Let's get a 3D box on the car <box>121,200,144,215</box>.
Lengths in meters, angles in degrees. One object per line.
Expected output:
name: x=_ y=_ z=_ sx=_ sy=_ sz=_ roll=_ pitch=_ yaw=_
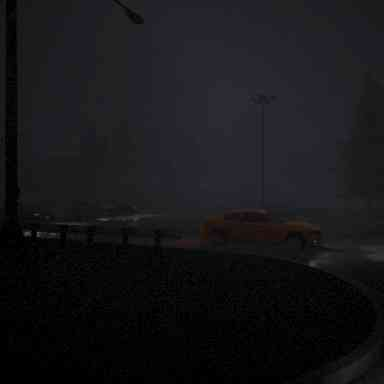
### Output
car: x=-7.103 y=1.523 z=33.474 sx=4.674 sy=1.442 sz=1.812 roll=0 pitch=0 yaw=23

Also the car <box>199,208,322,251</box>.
car: x=2.782 y=1.475 z=14.034 sx=5.008 sy=1.535 sz=1.882 roll=0 pitch=0 yaw=23

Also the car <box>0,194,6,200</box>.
car: x=-24.331 y=1.223 z=40.829 sx=5.566 sy=2.045 sz=2.150 roll=0 pitch=0 yaw=23

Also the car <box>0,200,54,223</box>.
car: x=-12.263 y=1.525 z=24.259 sx=4.674 sy=1.442 sz=1.812 roll=0 pitch=0 yaw=23

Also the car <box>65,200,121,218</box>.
car: x=-9.386 y=1.476 z=30.642 sx=5.008 sy=1.535 sz=1.882 roll=0 pitch=0 yaw=23
